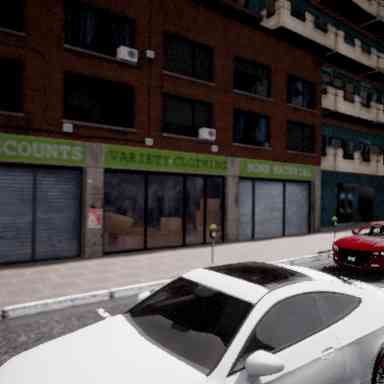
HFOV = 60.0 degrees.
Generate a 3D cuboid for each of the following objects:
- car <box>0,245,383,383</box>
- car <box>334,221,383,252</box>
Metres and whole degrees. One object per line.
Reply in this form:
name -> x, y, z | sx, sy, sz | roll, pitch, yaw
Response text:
car -> 0.432, 1.541, 3.380 | 4.674, 1.442, 1.812 | 0, 0, -36
car -> 6.280, 1.622, 10.573 | 4.507, 1.381, 1.887 | 0, 0, -36
